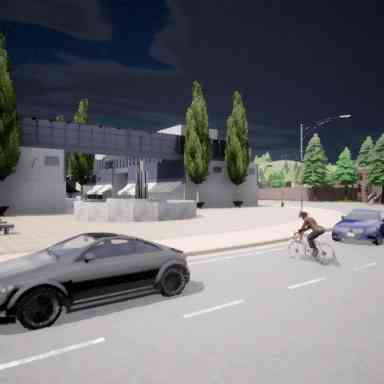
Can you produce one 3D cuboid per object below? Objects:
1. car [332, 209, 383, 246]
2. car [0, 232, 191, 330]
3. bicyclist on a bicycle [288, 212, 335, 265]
[{"bbox_3d":[8.182,1.526,15.587,1.812,1.442,4.674,0,0,42],"label":"car"},{"bbox_3d":[-2.064,1.564,6.950,4.181,1.385,1.994,0,0,-38],"label":"car"},{"bbox_3d":[3.730,1.455,10.551,0.582,1.620,1.656,0,-2,-38],"label":"bicyclist on a bicycle"}]
